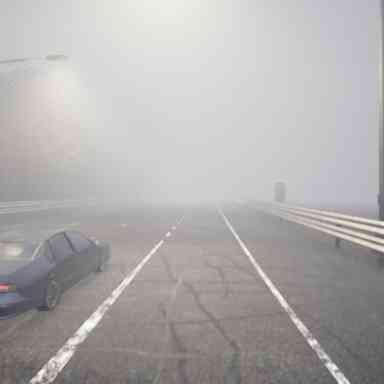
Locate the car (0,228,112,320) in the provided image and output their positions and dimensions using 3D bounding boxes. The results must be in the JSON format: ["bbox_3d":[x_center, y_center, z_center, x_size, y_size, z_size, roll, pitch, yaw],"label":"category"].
[{"bbox_3d":[-3.431,1.533,7.619,2.033,1.411,5.357,0,0,3],"label":"car"}]
